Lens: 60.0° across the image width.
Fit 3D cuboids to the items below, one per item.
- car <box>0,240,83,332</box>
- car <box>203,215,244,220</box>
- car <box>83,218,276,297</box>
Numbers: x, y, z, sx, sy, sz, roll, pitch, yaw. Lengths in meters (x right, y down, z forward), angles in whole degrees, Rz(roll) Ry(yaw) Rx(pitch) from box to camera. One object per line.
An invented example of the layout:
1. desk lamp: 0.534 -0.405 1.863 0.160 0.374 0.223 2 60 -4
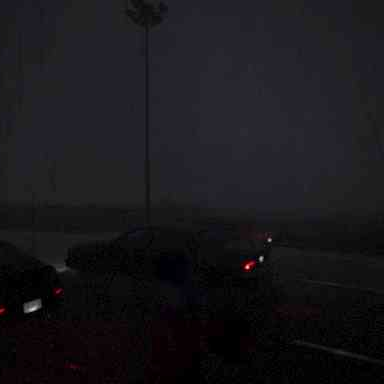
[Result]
1. car: -4.406 1.508 5.914 4.674 1.442 1.812 0 0 26
2. car: 0.695 1.496 11.483 4.181 1.385 1.994 0 0 29
3. car: -0.715 1.502 8.380 5.357 1.411 2.033 0 0 28
